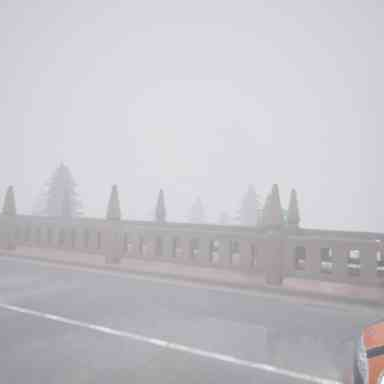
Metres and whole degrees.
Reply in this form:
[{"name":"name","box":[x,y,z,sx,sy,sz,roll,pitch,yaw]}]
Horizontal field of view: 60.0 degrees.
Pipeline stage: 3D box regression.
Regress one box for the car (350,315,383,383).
[{"name":"car","box":[3.727,1.527,2.552,4.553,1.767,2.097,0,-2,26]}]
